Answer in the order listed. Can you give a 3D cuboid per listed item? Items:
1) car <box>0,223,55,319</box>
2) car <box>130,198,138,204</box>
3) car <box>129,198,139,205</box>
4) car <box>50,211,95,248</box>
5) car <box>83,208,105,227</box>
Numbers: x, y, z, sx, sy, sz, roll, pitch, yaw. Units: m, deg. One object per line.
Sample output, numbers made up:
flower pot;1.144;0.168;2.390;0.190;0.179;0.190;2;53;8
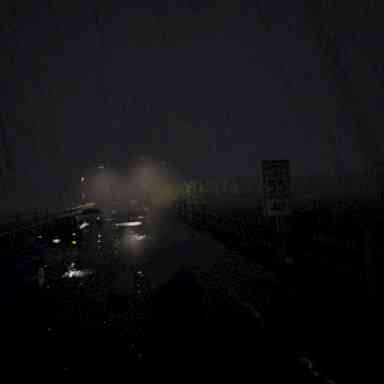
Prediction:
car;-4.491;1.747;6.840;1.882;1.535;5.008;-3;0;-10
car;-15.841;2.466;90.641;2.128;1.511;4.902;-3;0;-10
car;-14.074;2.256;80.732;2.097;1.767;4.553;-3;0;-10
car;-6.164;1.935;16.212;1.994;1.385;4.181;-3;0;-10
car;-7.994;2.009;26.486;1.812;1.442;4.674;-3;0;-10
